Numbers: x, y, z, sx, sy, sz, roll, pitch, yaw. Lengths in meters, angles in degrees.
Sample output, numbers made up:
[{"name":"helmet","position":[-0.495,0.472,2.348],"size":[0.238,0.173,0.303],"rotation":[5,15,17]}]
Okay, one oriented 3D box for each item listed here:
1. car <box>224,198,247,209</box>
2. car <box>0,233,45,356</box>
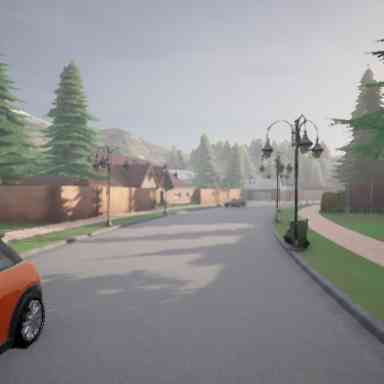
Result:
[{"name":"car","position":[5.694,1.484,43.687],"size":[1.895,1.301,4.718],"rotation":[0,0,24]},{"name":"car","position":[-3.398,1.328,3.229],"size":[2.097,1.767,4.553],"rotation":[0,0,3]}]
